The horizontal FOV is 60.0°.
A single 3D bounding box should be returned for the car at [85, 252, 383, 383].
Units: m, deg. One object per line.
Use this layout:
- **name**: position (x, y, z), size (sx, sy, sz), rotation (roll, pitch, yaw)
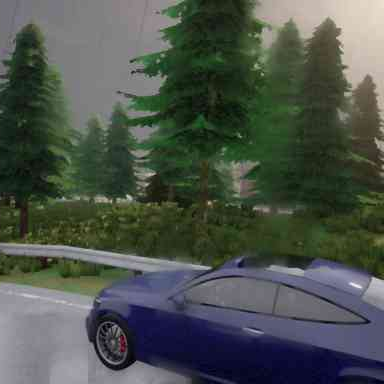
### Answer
- **car**: position (0.796, 1.499, 4.072), size (4.674, 1.442, 1.812), rotation (1, 1, 31)
